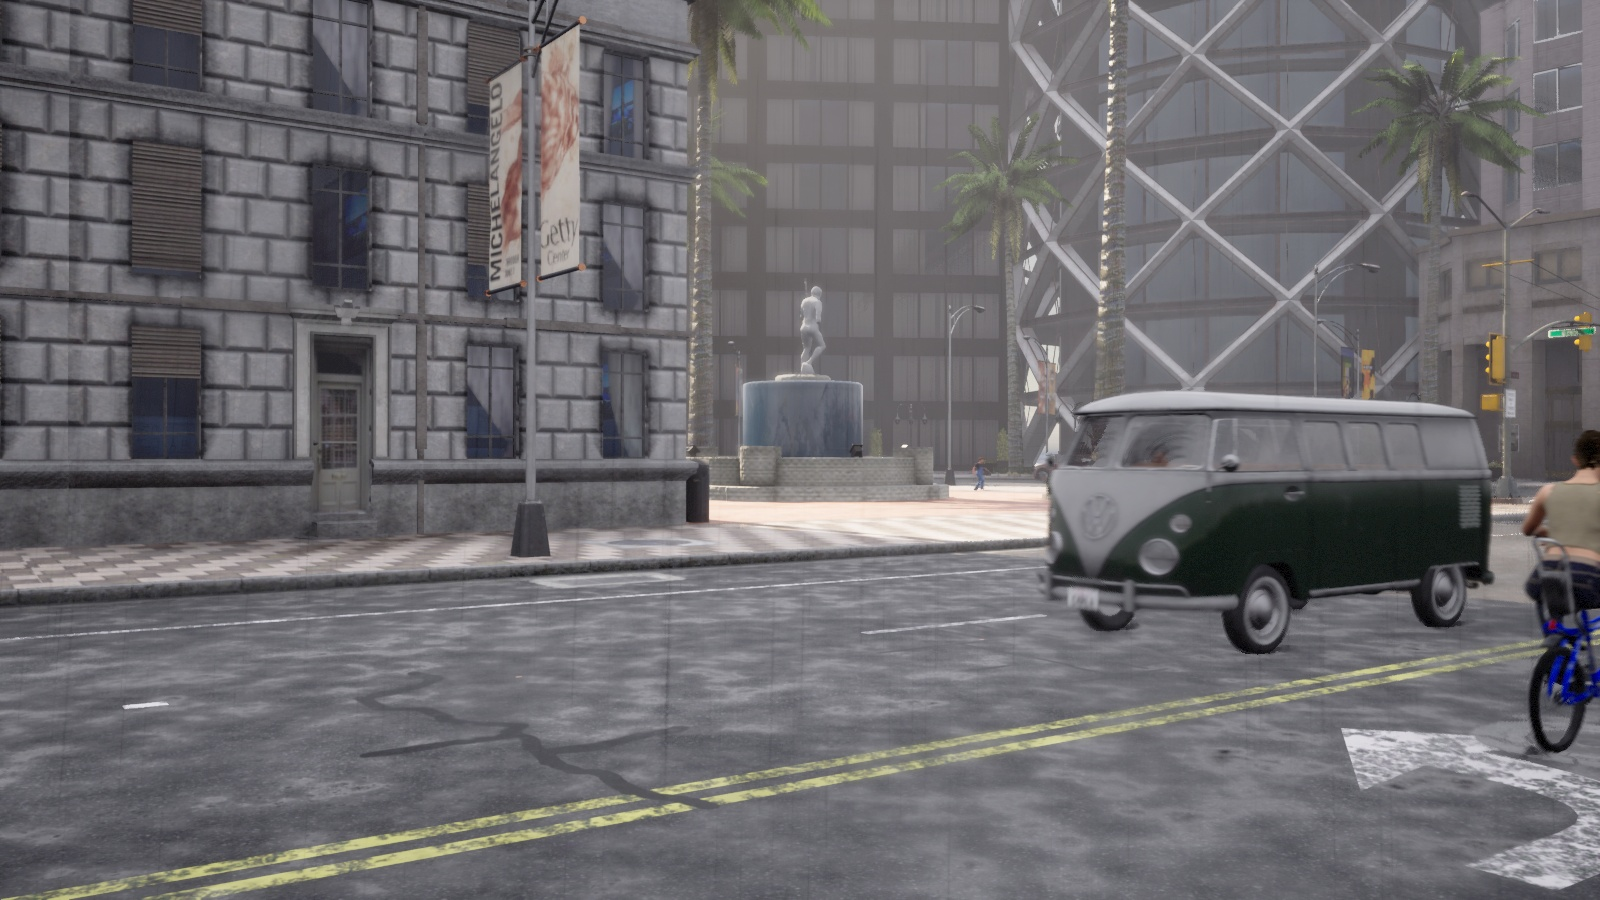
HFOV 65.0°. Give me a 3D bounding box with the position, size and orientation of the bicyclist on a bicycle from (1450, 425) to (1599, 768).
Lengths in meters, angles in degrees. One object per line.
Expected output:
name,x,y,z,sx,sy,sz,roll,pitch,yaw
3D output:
bicyclist on a bicycle,4.225,0.688,6.558,1.509,1.612,0.866,0,0,-35

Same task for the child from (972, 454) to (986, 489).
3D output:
child,6.464,0.779,45.277,0.270,1.263,0.437,0,0,-43

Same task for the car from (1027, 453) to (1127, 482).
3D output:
car,14.288,0.899,64.841,4.674,1.442,1.812,0,0,32

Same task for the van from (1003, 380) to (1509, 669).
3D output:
van,3.970,0.515,10.640,4.442,1.987,1.775,0,0,-35
